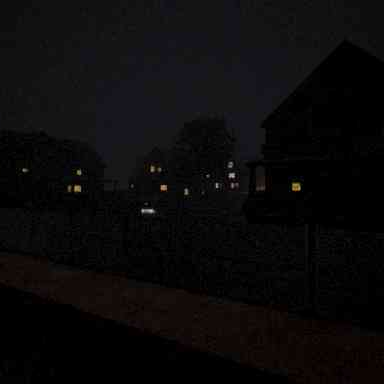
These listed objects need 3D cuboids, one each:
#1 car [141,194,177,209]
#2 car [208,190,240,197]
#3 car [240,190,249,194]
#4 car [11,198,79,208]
[{"bbox_3d":[-3.183,0.896,33.200,1.994,1.385,4.181,1,2,36],"label":"car"},{"bbox_3d":[3.881,0.554,43.061,1.837,1.490,4.892,1,2,36],"label":"car"},{"bbox_3d":[7.336,0.553,42.876,1.837,1.490,4.892,1,2,35],"label":"car"},{"bbox_3d":[-10.339,1.169,23.176,2.033,1.411,5.357,1,2,35],"label":"car"}]
